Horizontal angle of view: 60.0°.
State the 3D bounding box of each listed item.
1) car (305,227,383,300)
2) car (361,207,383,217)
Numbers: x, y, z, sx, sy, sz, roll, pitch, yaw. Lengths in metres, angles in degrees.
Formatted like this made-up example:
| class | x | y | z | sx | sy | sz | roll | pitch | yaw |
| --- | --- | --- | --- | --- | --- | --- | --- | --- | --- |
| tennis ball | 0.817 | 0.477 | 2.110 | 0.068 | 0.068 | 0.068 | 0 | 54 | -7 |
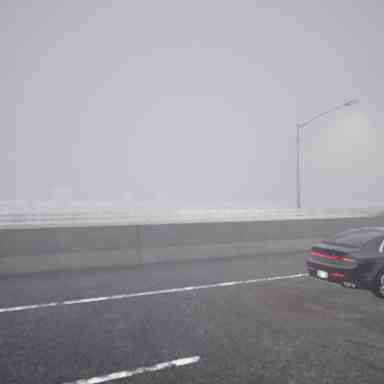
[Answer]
| class | x | y | z | sx | sy | sz | roll | pitch | yaw |
| --- | --- | --- | --- | --- | --- | --- | --- | --- | --- |
| car | 5.280 | 1.693 | 8.747 | 4.892 | 1.490 | 1.837 | 0 | -1 | -23 |
| car | 19.459 | 2.240 | 34.031 | 4.674 | 1.442 | 1.812 | 0 | -1 | -23 |
